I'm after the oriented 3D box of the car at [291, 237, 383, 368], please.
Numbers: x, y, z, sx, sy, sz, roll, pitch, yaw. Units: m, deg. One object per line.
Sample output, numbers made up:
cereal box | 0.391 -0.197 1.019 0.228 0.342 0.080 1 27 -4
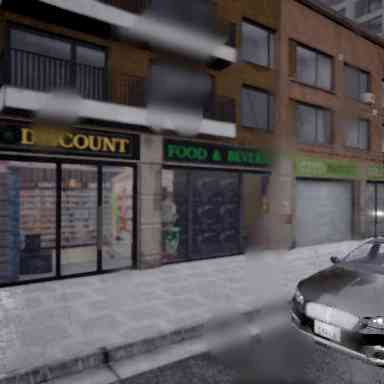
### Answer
car | 3.753 1.574 5.753 4.902 1.511 2.128 1 -1 -36
